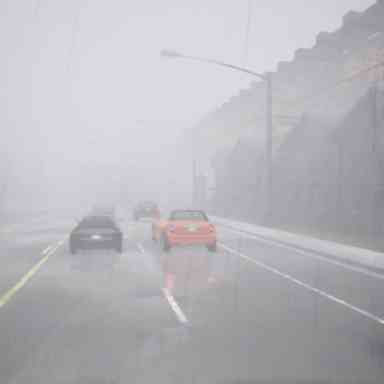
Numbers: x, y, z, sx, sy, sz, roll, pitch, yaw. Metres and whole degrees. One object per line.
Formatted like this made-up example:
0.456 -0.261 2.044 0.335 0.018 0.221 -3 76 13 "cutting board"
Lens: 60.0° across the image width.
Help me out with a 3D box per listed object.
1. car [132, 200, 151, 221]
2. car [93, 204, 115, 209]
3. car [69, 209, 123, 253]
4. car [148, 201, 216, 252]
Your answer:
-4.105 1.499 29.225 2.097 1.767 4.553 1 -1 -14 "car"
-7.512 1.697 28.406 1.895 1.301 4.718 1 0 -14 "car"
-3.948 1.609 14.011 1.994 1.385 4.181 1 0 -14 "car"
-0.502 1.447 14.662 2.097 1.767 4.553 1 -1 -14 "car"
